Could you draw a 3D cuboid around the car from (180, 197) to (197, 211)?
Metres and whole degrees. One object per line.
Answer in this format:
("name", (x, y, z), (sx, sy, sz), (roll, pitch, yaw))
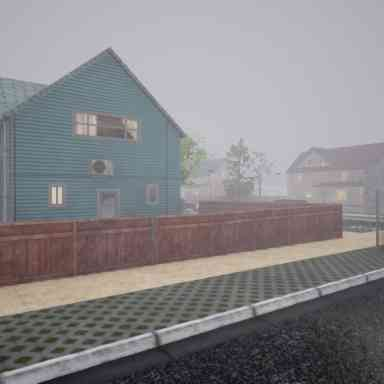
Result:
("car", (-1.436, 1.352, 37.652), (1.882, 1.535, 5.008), (0, 0, -35))

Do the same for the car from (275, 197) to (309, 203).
("car", (7.848, 1.297, 24.628), (2.097, 1.767, 4.553), (0, 0, -35))

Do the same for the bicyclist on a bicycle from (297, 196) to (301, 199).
("bicyclist on a bicycle", (10.150, 1.206, 31.488), (1.656, 1.620, 0.582), (-1, 1, -36))
